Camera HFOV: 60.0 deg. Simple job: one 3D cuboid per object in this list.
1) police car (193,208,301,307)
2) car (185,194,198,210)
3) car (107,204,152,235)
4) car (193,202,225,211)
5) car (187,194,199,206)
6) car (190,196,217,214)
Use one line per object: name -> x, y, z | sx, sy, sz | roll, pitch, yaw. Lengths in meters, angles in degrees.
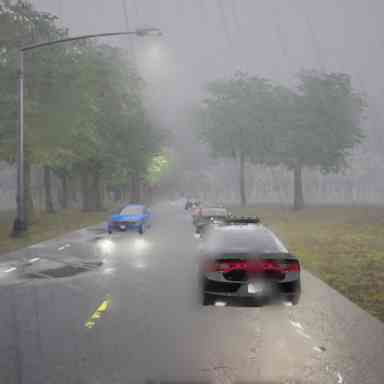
police car -> 1.073, 1.423, 8.168 | 1.930, 1.638, 5.238 | 0, 0, 0
car -> 0.176, 1.471, 45.518 | 2.097, 1.767, 4.553 | 0, 0, 1
car -> -3.446, 1.476, 19.112 | 1.882, 1.535, 5.008 | 0, 0, 0
car -> 1.101, 1.503, 18.059 | 1.837, 1.490, 4.892 | 0, 0, 0
car -> 0.171, 1.462, 59.505 | 2.150, 2.045, 5.566 | 0, -1, 0
car -> 1.118, 1.356, 24.032 | 2.097, 1.767, 4.553 | 0, 0, 0
